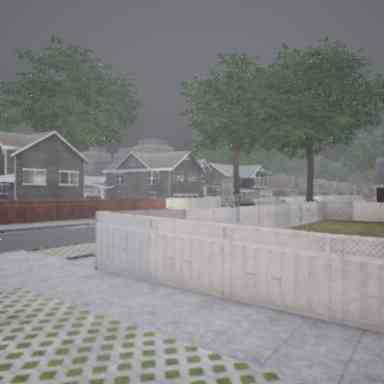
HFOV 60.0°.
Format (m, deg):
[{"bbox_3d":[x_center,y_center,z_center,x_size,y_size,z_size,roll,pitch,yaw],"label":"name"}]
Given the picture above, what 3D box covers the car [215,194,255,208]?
[{"bbox_3d":[4.608,1.272,34.629,2.150,2.045,5.566,1,0,36],"label":"car"}]
